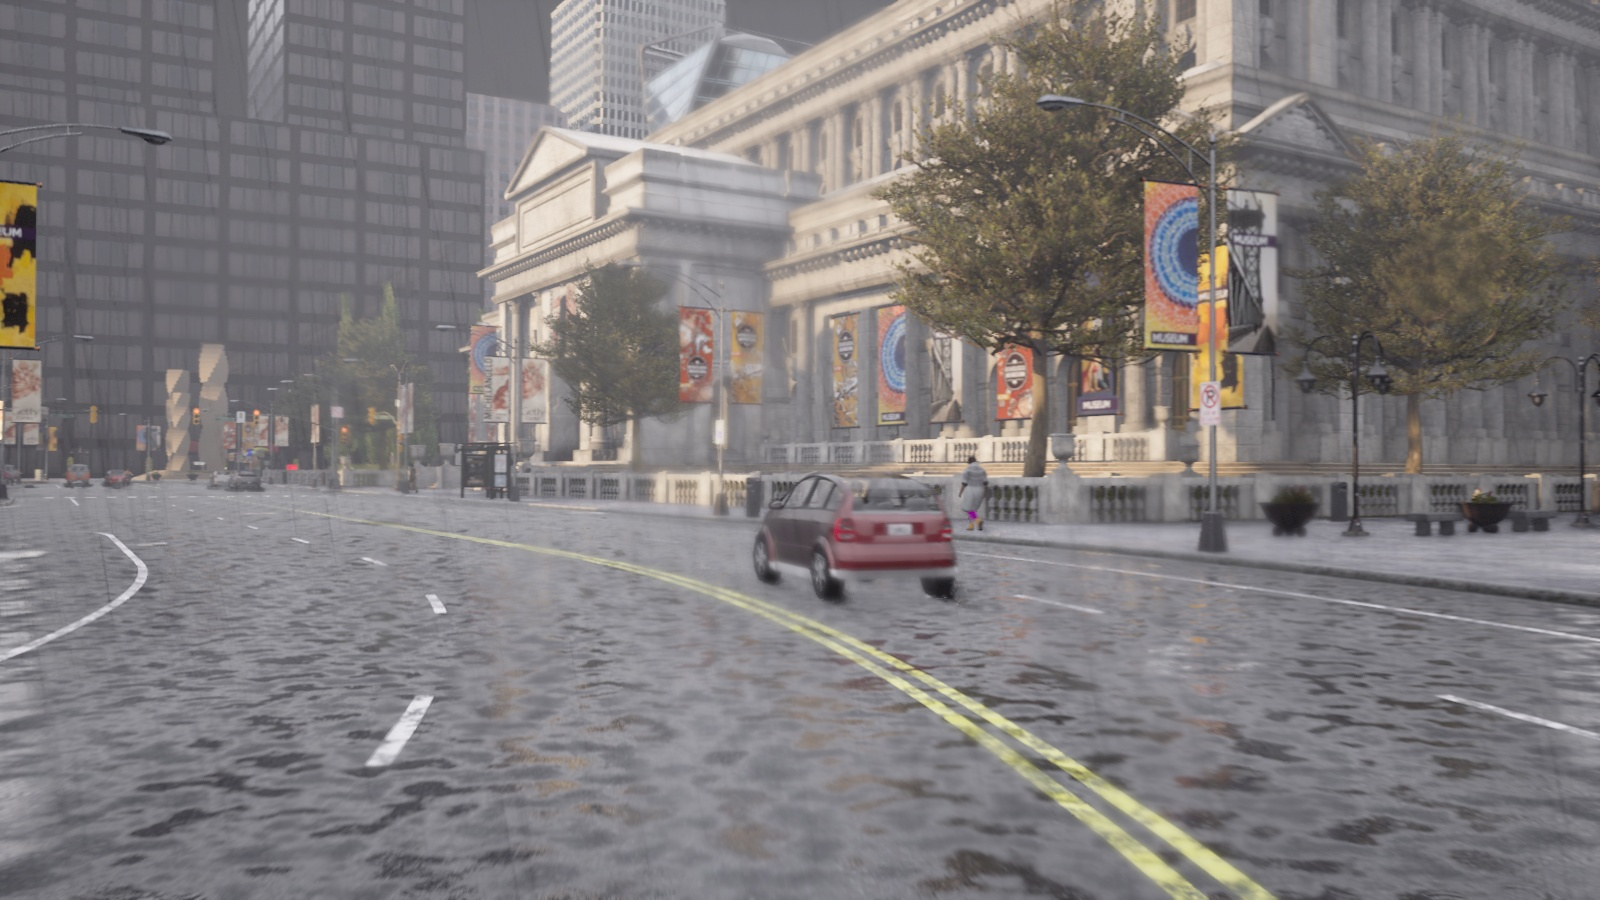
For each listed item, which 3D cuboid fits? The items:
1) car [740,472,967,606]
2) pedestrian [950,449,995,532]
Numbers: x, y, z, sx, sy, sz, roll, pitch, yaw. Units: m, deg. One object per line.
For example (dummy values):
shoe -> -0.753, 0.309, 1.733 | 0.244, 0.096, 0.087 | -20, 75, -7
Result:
car -> 0.577, 1.068, 16.636 | 1.789, 1.549, 3.705 | 0, -1, -18
pedestrian -> 4.103, 0.954, 29.978 | 0.659, 1.952, 0.873 | 0, -1, -29
